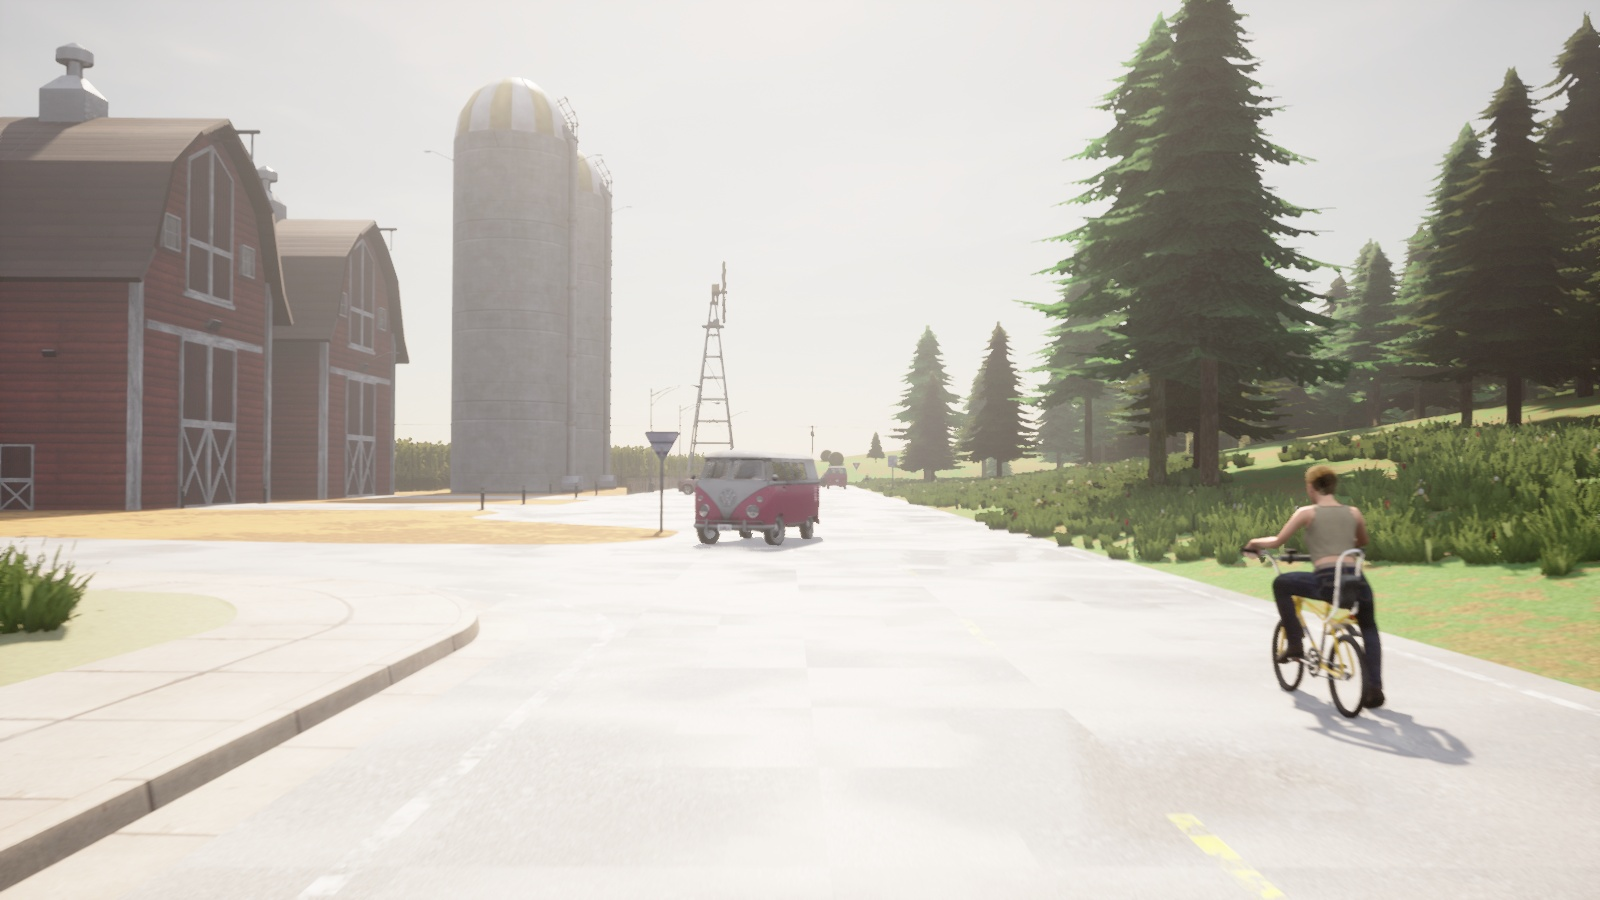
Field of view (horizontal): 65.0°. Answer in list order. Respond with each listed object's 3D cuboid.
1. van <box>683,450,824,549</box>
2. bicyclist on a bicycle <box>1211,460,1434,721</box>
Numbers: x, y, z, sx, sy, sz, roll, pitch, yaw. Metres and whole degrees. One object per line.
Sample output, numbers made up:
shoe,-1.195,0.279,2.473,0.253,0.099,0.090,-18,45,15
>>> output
van,-0.911,1.031,27.458,1.775,1.987,4.442,0,-1,16
bicyclist on a bicycle,3.487,0.880,8.549,0.866,1.612,1.509,0,-1,0
